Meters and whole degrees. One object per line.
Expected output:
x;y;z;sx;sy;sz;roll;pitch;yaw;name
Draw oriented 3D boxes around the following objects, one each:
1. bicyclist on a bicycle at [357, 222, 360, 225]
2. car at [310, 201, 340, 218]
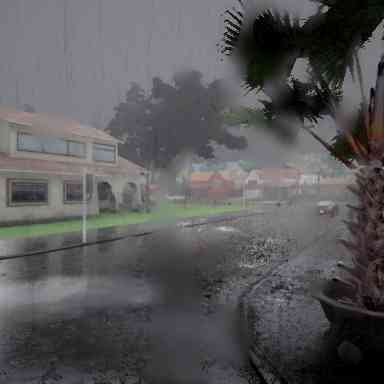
9.386;1.349;17.135;1.656;1.620;0.582;0;0;30;bicyclist on a bicycle
12.366;1.526;30.737;1.812;1.442;4.674;0;0;30;car
